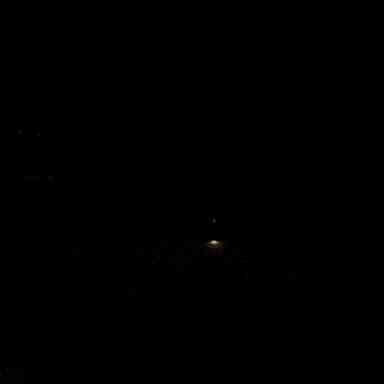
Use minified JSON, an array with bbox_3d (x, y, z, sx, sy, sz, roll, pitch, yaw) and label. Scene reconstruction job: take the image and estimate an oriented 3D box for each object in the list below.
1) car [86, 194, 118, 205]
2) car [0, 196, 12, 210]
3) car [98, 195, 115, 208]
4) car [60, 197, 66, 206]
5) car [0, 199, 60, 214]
[{"bbox_3d":[-13.190,1.081,48.784,1.947,1.339,4.313,2,2,35],"label":"car"},{"bbox_3d":[-22.342,1.232,35.933,1.752,1.417,4.829,2,2,35],"label":"car"},{"bbox_3d":[-8.959,1.243,40.030,1.802,1.307,4.206,2,2,35],"label":"car"},{"bbox_3d":[-16.207,1.131,44.547,2.008,1.369,4.403,2,2,35],"label":"car"},{"bbox_3d":[-15.198,1.341,31.269,2.008,1.369,4.403,2,2,35],"label":"car"}]
